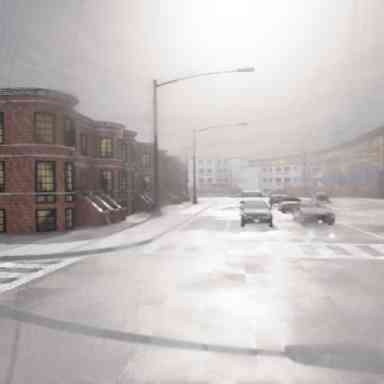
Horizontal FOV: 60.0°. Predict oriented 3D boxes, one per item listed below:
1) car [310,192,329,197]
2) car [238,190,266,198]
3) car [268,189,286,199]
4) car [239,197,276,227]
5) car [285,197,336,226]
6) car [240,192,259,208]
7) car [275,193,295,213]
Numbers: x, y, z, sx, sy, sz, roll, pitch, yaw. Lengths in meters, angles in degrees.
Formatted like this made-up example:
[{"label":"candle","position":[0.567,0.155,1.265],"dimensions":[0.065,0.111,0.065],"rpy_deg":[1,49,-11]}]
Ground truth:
[{"label":"car","position":[18.824,0.802,49.191],"dimensions":[1.837,1.490,4.892],"rpy_deg":[-1,1,6]},{"label":"car","position":[5.361,0.853,30.048],"dimensions":[2.150,2.045,5.566],"rpy_deg":[-1,1,9]},{"label":"car","position":[10.520,0.688,40.855],"dimensions":[2.150,2.045,5.566],"rpy_deg":[-1,1,8]},{"label":"car","position":[3.893,1.270,20.498],"dimensions":[1.812,1.442,4.674],"rpy_deg":[-1,1,9]},{"label":"car","position":[7.531,1.247,21.193],"dimensions":[2.033,1.411,5.357],"rpy_deg":[-1,1,8]},{"label":"car","position":[6.859,0.866,40.023],"dimensions":[2.097,1.767,4.553],"rpy_deg":[-1,1,8]},{"label":"car","position":[8.953,1.116,30.360],"dimensions":[1.812,1.442,4.674],"rpy_deg":[-1,1,9]}]
